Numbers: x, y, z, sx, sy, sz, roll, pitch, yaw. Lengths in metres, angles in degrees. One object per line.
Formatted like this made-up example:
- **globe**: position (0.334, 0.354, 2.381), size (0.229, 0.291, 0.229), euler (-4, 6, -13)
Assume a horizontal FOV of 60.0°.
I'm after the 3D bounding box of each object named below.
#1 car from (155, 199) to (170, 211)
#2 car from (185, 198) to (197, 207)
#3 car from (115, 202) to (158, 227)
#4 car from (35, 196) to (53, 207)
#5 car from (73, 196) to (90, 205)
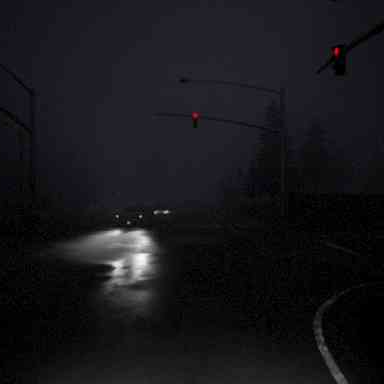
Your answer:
- **car**: position (-3.706, 1.522, 41.266), size (2.033, 1.411, 5.357), euler (0, 0, 0)
- **car**: position (-0.139, 1.569, 51.236), size (1.895, 1.301, 4.718), euler (0, 0, 0)
- **car**: position (-3.796, 1.587, 22.588), size (1.895, 1.301, 4.718), euler (0, 0, 2)
- **car**: position (-20.633, 1.356, 45.611), size (1.970, 1.475, 3.806), euler (0, 0, 0)
- **car**: position (-17.600, 1.341, 53.010), size (1.845, 1.501, 3.633), euler (0, 0, 0)
